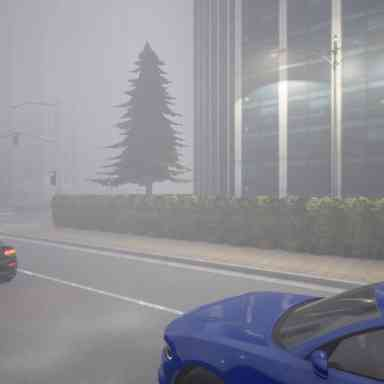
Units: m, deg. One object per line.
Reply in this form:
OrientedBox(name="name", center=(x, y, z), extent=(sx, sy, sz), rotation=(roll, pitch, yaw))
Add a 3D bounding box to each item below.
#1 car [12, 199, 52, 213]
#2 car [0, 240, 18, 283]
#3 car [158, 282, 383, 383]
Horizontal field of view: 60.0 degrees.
OrientedBox(name="car", center=(-17.186, 1.545, 37.439), extent=(2.033, 1.411, 5.357), rotation=(0, 0, 36))
OrientedBox(name="car", center=(-6.170, 1.525, 8.350), extent=(4.674, 1.442, 1.812), rotation=(0, 0, 36))
OrientedBox(name="car", center=(1.957, 1.478, 2.597), extent=(5.008, 1.535, 1.882), rotation=(0, 0, 36))
